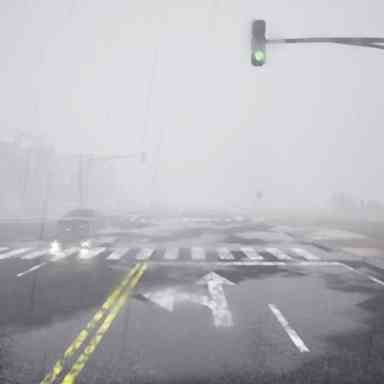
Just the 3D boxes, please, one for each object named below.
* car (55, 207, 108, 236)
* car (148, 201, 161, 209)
[{"bbox_3d":[-6.476,1.691,19.922,1.882,1.535,5.008,1,0,0],"label":"car"},{"bbox_3d":[-6.471,2.200,57.604,2.033,1.411,5.357,0,0,0],"label":"car"}]
